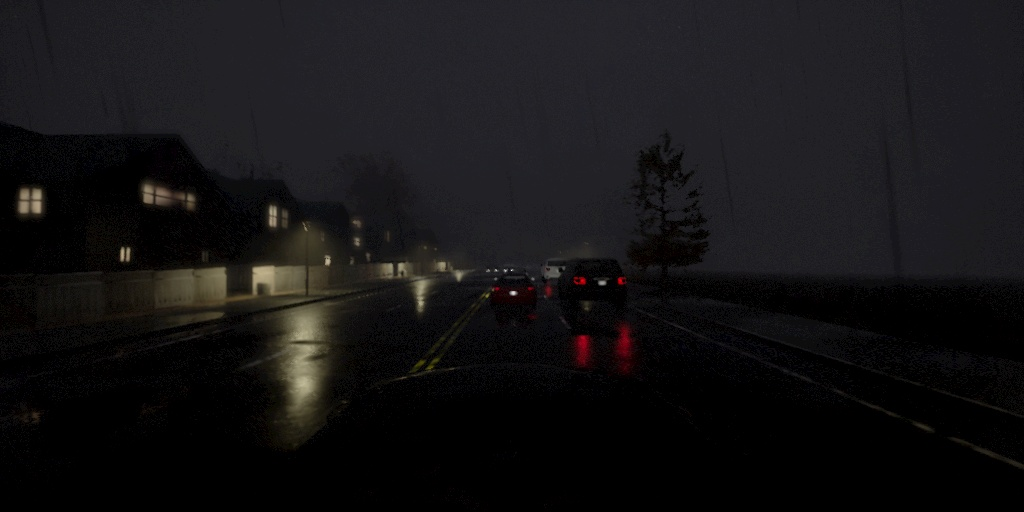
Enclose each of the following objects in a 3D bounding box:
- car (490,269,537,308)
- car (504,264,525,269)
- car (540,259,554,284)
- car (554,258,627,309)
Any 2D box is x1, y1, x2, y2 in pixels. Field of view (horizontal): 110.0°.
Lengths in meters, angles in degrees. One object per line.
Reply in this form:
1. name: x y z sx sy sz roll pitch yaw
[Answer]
1. car: 0.098 1.453 16.125 1.994 1.385 4.181 0 -1 1
2. car: 0.434 1.637 30.917 1.895 1.301 4.718 0 -1 2
3. car: 3.678 1.249 30.716 2.150 2.045 5.566 0 0 2
4. car: 3.341 1.101 15.786 2.150 2.045 5.566 0 0 1
